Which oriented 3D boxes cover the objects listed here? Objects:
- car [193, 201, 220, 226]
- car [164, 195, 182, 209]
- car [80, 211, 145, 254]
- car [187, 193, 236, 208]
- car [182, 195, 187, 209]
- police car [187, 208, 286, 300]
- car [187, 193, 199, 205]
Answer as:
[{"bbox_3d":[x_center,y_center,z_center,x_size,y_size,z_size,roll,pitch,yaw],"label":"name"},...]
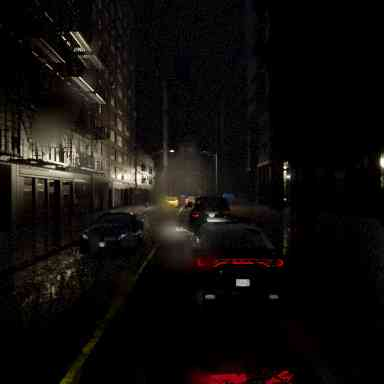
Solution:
[{"bbox_3d":[0.962,1.508,24.451,1.837,1.490,4.892,0,0,0],"label":"car"},{"bbox_3d":[-2.882,1.502,47.053,1.882,1.535,5.008,0,0,0],"label":"car"},{"bbox_3d":[-3.068,1.525,13.655,1.812,1.442,4.674,0,0,0],"label":"car"},{"bbox_3d":[0.947,1.226,18.480,2.150,2.045,5.566,0,0,0],"label":"car"},{"bbox_3d":[0.147,1.375,45.570,2.097,1.767,4.553,0,0,1],"label":"car"},{"bbox_3d":[0.920,1.425,8.560,1.930,1.638,5.238,0,0,0],"label":"police car"},{"bbox_3d":[0.150,1.263,59.565,2.150,2.045,5.566,0,0,0],"label":"car"}]
